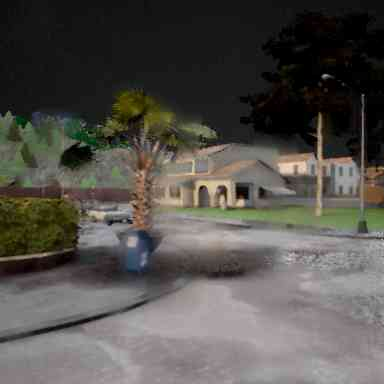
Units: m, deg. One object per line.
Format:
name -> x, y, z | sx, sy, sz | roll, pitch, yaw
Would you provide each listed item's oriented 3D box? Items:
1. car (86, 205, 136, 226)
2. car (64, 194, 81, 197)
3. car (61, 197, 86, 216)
car -> -5.771, 1.633, 24.093 | 1.895, 1.301, 4.718 | 0, 0, -35
car -> -17.249, 1.269, 47.496 | 2.150, 2.045, 5.566 | 0, 0, -34
car -> -11.780, 1.537, 32.576 | 1.837, 1.490, 4.892 | 0, 0, -35
